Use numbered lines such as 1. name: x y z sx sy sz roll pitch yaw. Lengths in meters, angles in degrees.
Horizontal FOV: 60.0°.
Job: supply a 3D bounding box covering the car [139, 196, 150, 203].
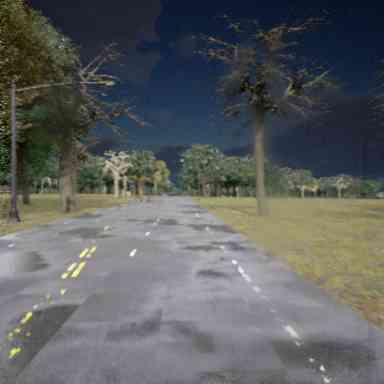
1. car: -9.671 1.502 68.743 1.812 1.442 4.674 0 0 -2
